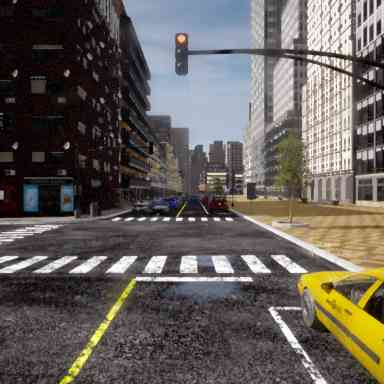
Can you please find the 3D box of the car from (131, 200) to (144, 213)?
[{"bbox_3d":[-5.529,1.563,36.420,2.008,1.369,4.403,0,0,0],"label":"car"}]

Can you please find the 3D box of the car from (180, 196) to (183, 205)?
[{"bbox_3d":[-2.829,1.537,53.335,1.837,1.490,4.892,0,0,1],"label":"car"}]

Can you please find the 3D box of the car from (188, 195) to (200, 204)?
[{"bbox_3d":[0.396,1.401,65.220,2.097,1.767,4.553,0,0,0],"label":"car"}]

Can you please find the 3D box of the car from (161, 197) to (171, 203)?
[{"bbox_3d":[-5.380,1.639,69.580,1.802,1.307,4.206,0,0,0],"label":"car"}]

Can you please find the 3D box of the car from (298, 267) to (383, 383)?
[{"bbox_3d":[2.705,1.525,4.140,1.752,1.417,4.829,0,0,0],"label":"car"}]

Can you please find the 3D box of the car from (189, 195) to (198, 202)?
[{"bbox_3d":[0.350,1.569,76.587,1.837,1.490,4.892,0,0,0],"label":"car"}]

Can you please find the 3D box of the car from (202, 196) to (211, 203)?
[{"bbox_3d":[3.000,1.602,69.542,1.887,1.381,4.507,0,0,0],"label":"car"}]

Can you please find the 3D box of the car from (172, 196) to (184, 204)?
[{"bbox_3d":[-2.712,1.540,63.988,2.128,1.511,4.902,0,0,0],"label":"car"}]

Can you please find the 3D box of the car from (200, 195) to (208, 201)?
[{"bbox_3d":[3.076,1.614,86.292,1.752,1.417,4.829,0,0,0],"label":"car"}]

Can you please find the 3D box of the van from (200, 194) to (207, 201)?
[{"bbox_3d":[3.099,1.441,91.648,1.690,1.788,3.998,0,0,0],"label":"van"}]

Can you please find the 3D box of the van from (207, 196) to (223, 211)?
[{"bbox_3d":[2.874,1.358,41.909,1.690,1.788,3.998,0,0,0],"label":"van"}]

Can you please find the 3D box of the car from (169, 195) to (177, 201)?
[{"bbox_3d":[-5.279,1.644,91.685,1.887,1.381,4.507,0,0,0],"label":"car"}]

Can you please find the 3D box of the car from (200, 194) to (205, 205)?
[{"bbox_3d":[2.949,1.354,58.488,2.192,1.841,5.009,0,0,0],"label":"car"}]

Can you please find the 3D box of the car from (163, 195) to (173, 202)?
[{"bbox_3d":[-5.355,1.507,75.107,1.967,1.590,4.097,0,0,0],"label":"car"}]

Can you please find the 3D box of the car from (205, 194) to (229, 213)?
[{"bbox_3d":[2.849,1.327,36.383,2.192,1.841,5.009,0,0,0],"label":"car"}]

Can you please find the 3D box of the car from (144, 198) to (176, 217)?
[{"bbox_3d":[-2.955,1.556,31.506,2.033,1.411,5.357,0,0,0],"label":"car"}]

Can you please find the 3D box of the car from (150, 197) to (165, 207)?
[{"bbox_3d":[-5.455,1.581,53.000,2.008,1.369,4.403,0,0,0],"label":"car"}]

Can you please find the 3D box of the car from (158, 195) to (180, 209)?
[{"bbox_3d":[-2.894,1.496,42.990,1.882,1.535,5.008,0,0,0],"label":"car"}]

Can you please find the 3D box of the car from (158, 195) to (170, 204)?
[{"bbox_3d":[-5.405,1.488,64.053,1.967,1.590,4.097,0,0,0],"label":"car"}]

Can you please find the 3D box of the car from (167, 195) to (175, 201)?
[{"bbox_3d":[-5.305,1.613,85.990,1.752,1.417,4.829,0,0,0],"label":"car"}]

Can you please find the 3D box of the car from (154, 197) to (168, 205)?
[{"bbox_3d":[-5.430,1.584,58.526,1.887,1.381,4.507,0,0,0],"label":"car"}]
